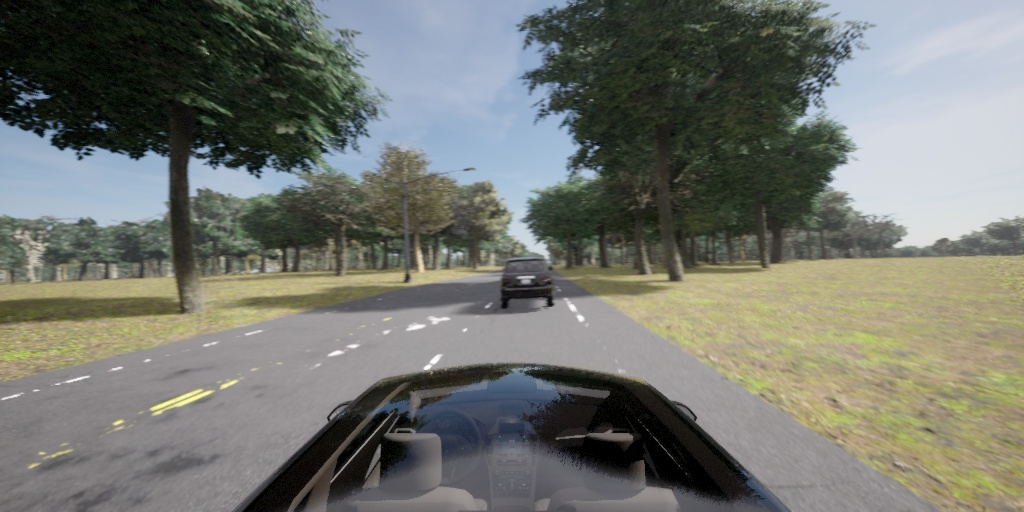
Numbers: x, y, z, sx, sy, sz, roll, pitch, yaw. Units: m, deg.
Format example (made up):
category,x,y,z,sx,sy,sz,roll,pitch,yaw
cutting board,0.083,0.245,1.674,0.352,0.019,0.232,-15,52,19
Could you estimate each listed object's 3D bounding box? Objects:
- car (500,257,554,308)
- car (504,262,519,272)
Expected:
category,x,y,z,sx,sy,sz,roll,pitch,yaw
car,0.705,1.080,16.324,2.150,2.045,5.566,-3,-1,4
car,-0.076,1.887,61.574,1.882,1.535,5.008,-3,-1,6
